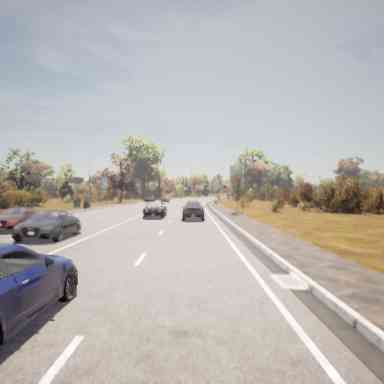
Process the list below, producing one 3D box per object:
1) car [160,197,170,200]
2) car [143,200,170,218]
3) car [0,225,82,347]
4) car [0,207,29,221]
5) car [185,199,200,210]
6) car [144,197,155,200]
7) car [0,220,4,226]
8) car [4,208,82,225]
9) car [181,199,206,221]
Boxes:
[{"bbox_3d":[-6.046,1.768,73.980,1.895,1.301,4.718,0,0,3],"label":"car"},{"bbox_3d":[-3.390,1.690,31.287,1.895,1.301,4.718,0,0,0],"label":"car"},{"bbox_3d":[-3.400,1.541,5.330,1.812,1.442,4.674,0,0,0],"label":"car"},{"bbox_3d":[-10.498,1.622,20.177,1.994,1.385,4.181,0,0,0],"label":"car"},{"bbox_3d":[0.133,1.693,45.109,1.994,1.385,4.181,0,0,1],"label":"car"},{"bbox_3d":[-9.540,1.766,74.193,1.895,1.301,4.718,0,0,3],"label":"car"},{"bbox_3d":[-7.062,1.625,8.271,1.895,1.301,4.718,0,0,1],"label":"car"},{"bbox_3d":[-7.024,1.612,16.504,1.994,1.385,4.181,0,0,0],"label":"car"},{"bbox_3d":[0.107,1.587,28.384,1.837,1.490,4.892,0,0,0],"label":"car"}]
